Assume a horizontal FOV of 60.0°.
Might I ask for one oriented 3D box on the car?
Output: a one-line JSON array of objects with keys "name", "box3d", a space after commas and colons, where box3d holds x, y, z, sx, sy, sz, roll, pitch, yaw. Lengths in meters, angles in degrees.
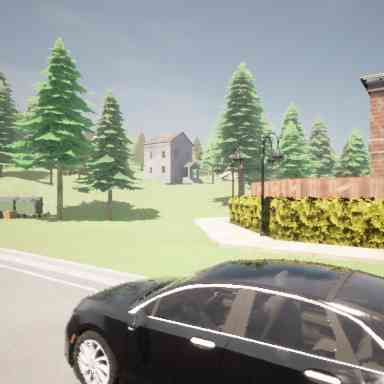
[{"name": "car", "box3d": [0.639, 1.504, 3.530, 4.892, 1.490, 1.837, 0, 0, 36]}]
